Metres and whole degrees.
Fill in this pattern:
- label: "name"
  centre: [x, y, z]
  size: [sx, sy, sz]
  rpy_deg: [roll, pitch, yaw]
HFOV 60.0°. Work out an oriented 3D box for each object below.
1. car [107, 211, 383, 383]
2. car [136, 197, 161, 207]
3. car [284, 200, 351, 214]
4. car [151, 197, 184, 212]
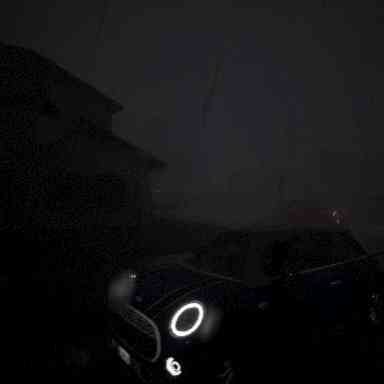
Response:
- label: "car"
  centre: [1.041, 1.352, 5.253]
  size: [4.553, 1.767, 2.097]
  rpy_deg: [0, 0, -35]
- label: "car"
  centre: [-6.751, 1.526, 50.831]
  size: [1.812, 1.442, 4.674]
  rpy_deg: [0, 0, -36]
- label: "car"
  centre: [8.339, 1.352, 22.260]
  size: [2.097, 1.767, 4.553]
  rpy_deg: [0, 0, -35]
- label: "car"
  centre: [-2.885, 1.601, 38.190]
  size: [1.895, 1.301, 4.718]
  rpy_deg: [0, 0, -35]
